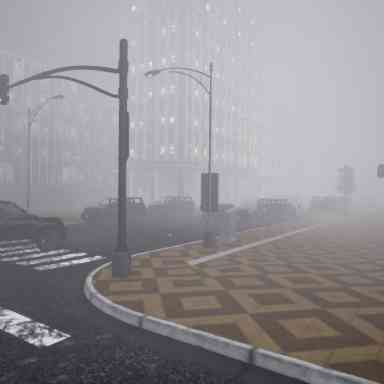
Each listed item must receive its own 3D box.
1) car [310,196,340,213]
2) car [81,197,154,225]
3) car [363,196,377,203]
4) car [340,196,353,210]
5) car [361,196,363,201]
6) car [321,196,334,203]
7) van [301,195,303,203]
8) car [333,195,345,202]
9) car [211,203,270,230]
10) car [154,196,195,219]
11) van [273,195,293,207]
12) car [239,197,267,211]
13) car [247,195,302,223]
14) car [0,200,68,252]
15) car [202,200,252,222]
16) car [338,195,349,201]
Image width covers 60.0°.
[{"bbox_3d":[15.391,1.427,39.160,2.192,1.841,5.009,1,0,35],"label":"car"},{"bbox_3d":[-5.412,1.274,23.770,2.192,1.841,5.009,1,0,35],"label":"car"},{"bbox_3d":[39.639,1.598,73.429,1.967,1.590,4.097,1,1,35],"label":"car"},{"bbox_3d":[20.380,1.436,46.282,2.192,1.841,5.009,1,0,35],"label":"car"},{"bbox_3d":[44.107,1.655,84.158,2.128,1.511,4.902,1,1,35],"label":"car"},{"bbox_3d":[30.001,1.616,73.465,1.802,1.307,4.206,1,1,35],"label":"car"},{"bbox_3d":[17.164,1.351,55.366,1.690,1.788,3.998,1,0,35],"label":"van"},{"bbox_3d":[36.324,1.570,82.374,1.752,1.417,4.829,1,1,35],"label":"car"},{"bbox_3d":[3.306,1.668,21.999,1.802,1.307,4.206,1,0,35],"label":"car"},{"bbox_3d":[-1.749,1.283,28.934,2.192,1.841,5.009,1,0,35],"label":"car"},{"bbox_3d":[13.953,1.345,50.842,1.690,1.788,3.998,1,0,35],"label":"van"},{"bbox_3d":[7.775,1.430,42.247,1.967,1.590,4.097,1,0,35],"label":"car"},{"bbox_3d":[6.803,1.409,26.922,2.192,1.841,5.009,1,0,35],"label":"car"},{"bbox_3d":[-7.240,1.238,11.802,2.150,2.045,5.566,1,0,35],"label":"car"},{"bbox_3d":[2.556,1.576,25.595,1.812,1.442,4.674,1,1,35],"label":"car"},{"bbox_3d":[39.632,1.616,87.037,1.947,1.339,4.313,1,1,35],"label":"car"}]
